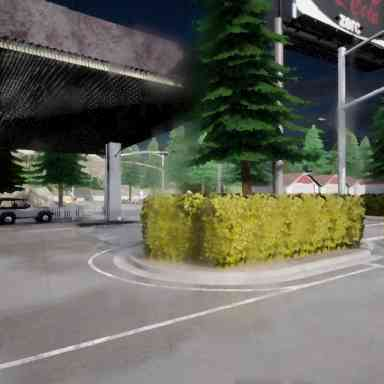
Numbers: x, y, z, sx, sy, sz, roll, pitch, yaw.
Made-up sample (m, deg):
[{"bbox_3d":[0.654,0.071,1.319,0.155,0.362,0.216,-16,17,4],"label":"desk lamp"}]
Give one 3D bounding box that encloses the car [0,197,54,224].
[{"bbox_3d":[-11.935,1.313,23.504,3.866,1.878,1.905,0,0,-36],"label":"car"}]
